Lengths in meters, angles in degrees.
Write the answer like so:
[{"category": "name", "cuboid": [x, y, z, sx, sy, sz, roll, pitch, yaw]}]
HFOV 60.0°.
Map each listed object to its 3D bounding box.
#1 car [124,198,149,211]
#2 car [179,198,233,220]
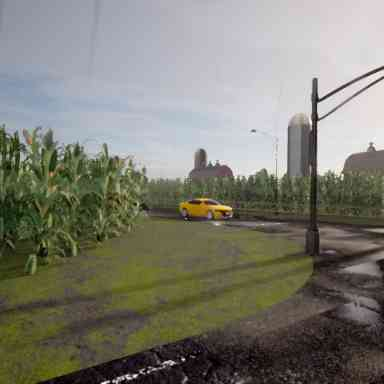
[{"category": "car", "cuboid": [-6.554, 1.304, 35.729, 1.895, 1.301, 4.718, 2, 0, -38]}, {"category": "car", "cuboid": [1.023, 1.279, 26.021, 1.882, 1.535, 5.008, 2, 0, -38]}]
